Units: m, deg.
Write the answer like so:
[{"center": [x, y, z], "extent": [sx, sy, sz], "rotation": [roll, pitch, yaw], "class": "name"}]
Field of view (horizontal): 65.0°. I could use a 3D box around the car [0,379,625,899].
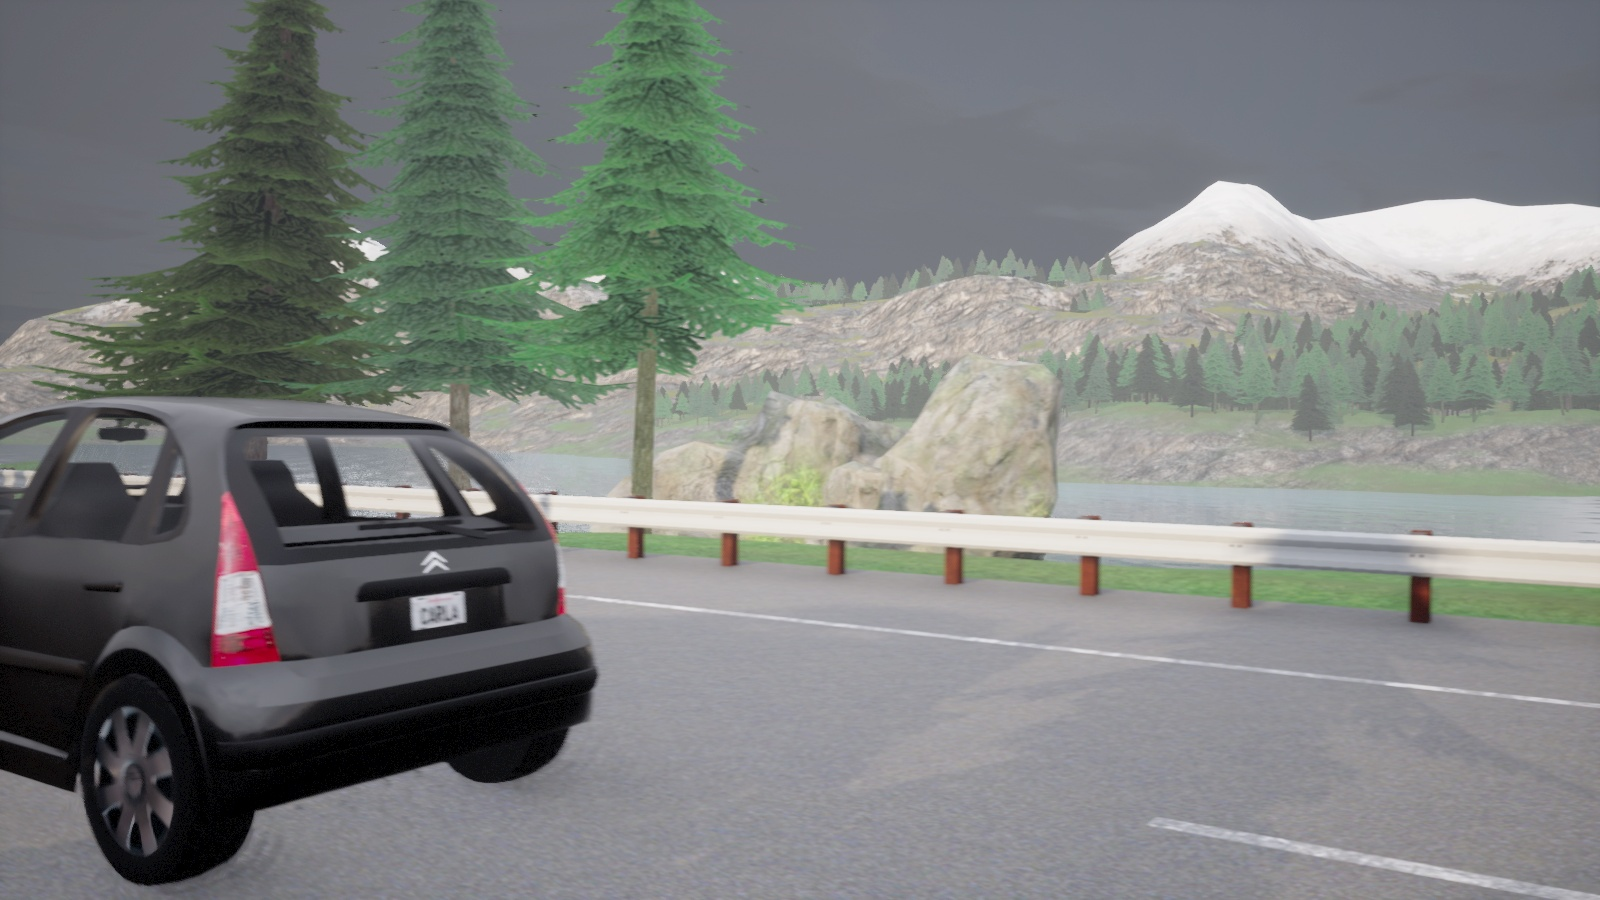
[{"center": [-2.910, 0.587, 5.556], "extent": [3.988, 1.617, 1.851], "rotation": [0, 1, 34], "class": "car"}]
